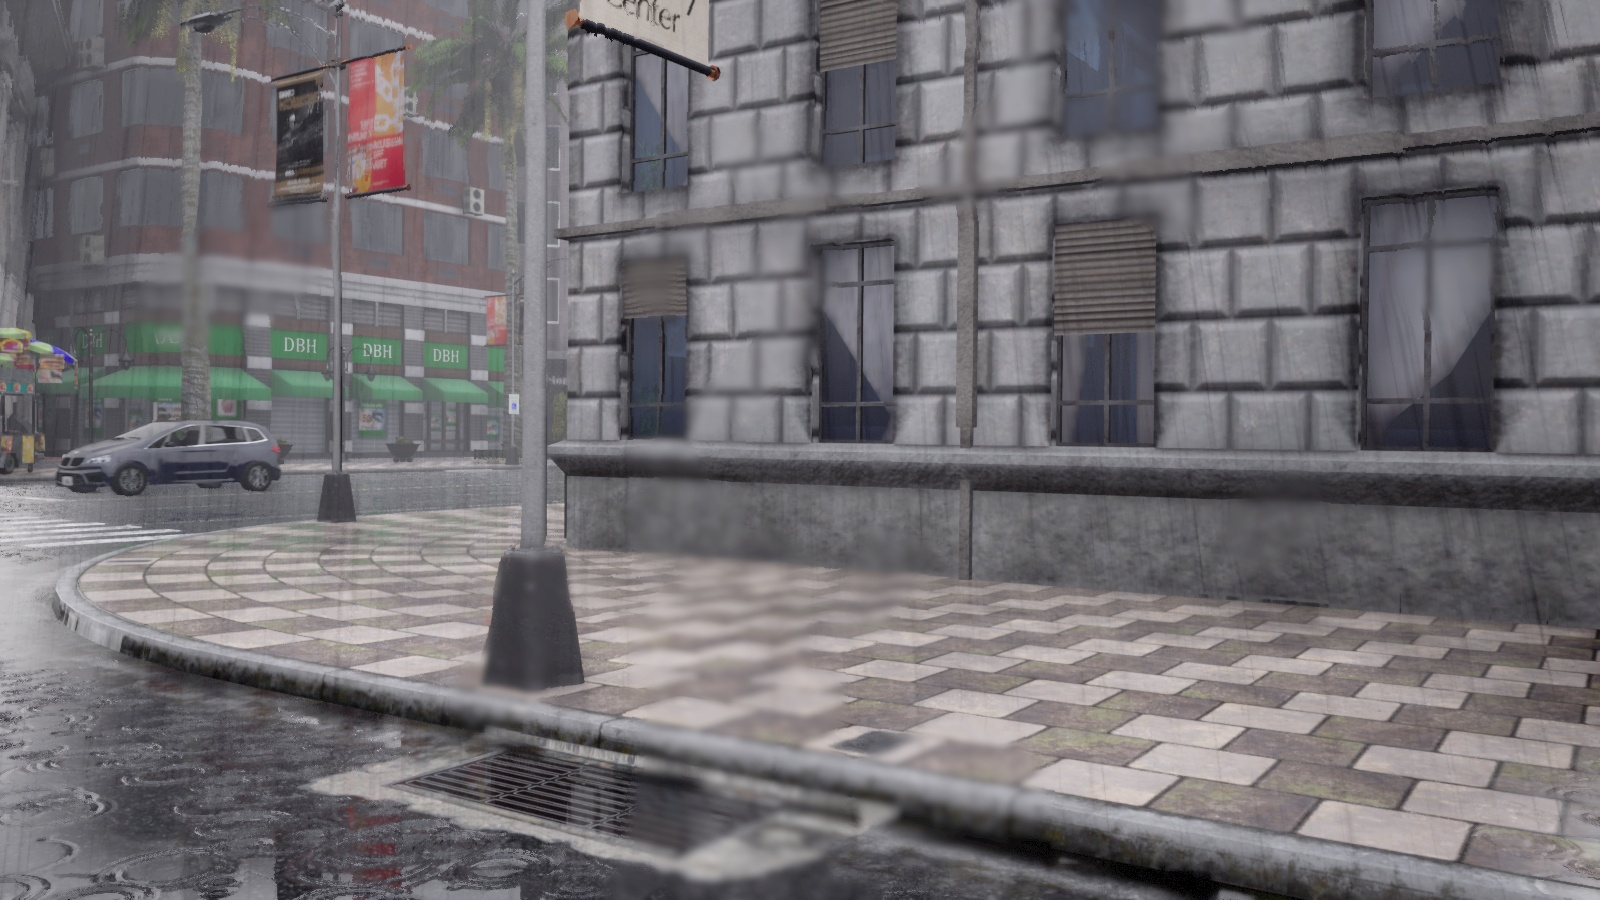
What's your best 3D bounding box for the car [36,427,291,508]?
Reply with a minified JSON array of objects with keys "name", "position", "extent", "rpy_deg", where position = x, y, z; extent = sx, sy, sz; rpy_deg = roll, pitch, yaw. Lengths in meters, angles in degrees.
[{"name":"car","position":[-14.231,0.318,28.343],"extent":[2.242,1.667,4.611],"rpy_deg":[0,1,34]}]
